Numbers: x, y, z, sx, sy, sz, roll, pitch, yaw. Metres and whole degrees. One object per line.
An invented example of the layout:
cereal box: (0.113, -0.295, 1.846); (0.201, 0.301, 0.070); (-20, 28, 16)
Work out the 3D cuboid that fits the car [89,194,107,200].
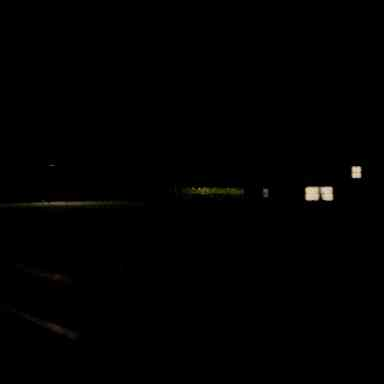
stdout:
car: (-21.538, 1.092, 75.917); (1.994, 1.385, 4.181); (0, 0, 31)
